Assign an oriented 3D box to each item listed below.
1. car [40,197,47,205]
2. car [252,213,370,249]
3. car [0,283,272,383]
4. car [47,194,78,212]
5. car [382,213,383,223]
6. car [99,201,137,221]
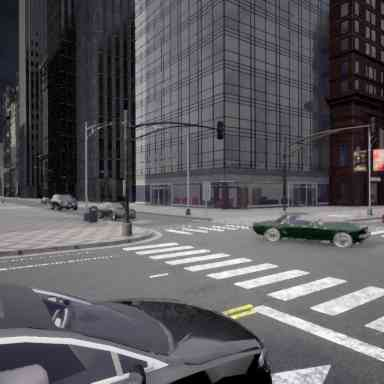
[{"bbox_3d":[-27.607,1.650,63.487,1.837,1.490,4.892,0,0,-35],"label":"car"},{"bbox_3d":[5.198,1.601,14.719,4.718,1.301,1.895,0,0,35],"label":"car"},{"bbox_3d":[-1.475,1.491,2.386,4.902,1.511,2.128,0,0,-36],"label":"car"},{"bbox_3d":[-16.073,1.310,41.700,2.150,2.045,5.566,0,1,-35],"label":"car"},{"bbox_3d":[14.773,1.357,22.374,4.553,1.767,2.097,0,0,-36],"label":"car"},{"bbox_3d":[-6.325,1.559,27.947,1.837,1.490,4.892,0,0,-35],"label":"car"}]
